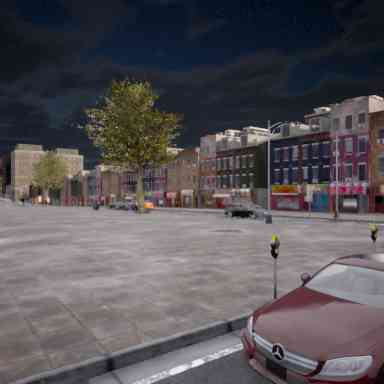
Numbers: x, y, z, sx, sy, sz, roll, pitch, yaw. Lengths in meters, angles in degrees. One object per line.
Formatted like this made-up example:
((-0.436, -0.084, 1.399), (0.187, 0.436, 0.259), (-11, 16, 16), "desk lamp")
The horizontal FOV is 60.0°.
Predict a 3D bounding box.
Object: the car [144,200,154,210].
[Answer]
((-7.951, 2.040, 52.868), (2.097, 1.767, 4.553), (0, -1, -36), "car")

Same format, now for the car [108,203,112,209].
((-13.826, 2.396, 61.054), (2.128, 1.511, 4.902), (0, -1, -35), "car")

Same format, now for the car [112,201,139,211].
((-9.847, 2.221, 50.587), (2.033, 1.411, 5.357), (0, -1, -35), "car")

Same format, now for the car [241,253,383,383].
((2.572, 1.582, 4.638), (4.206, 1.307, 1.802), (0, 0, -35), "car")

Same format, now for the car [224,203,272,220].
((4.951, 1.724, 29.814), (2.128, 1.511, 4.902), (0, -1, -36), "car")
